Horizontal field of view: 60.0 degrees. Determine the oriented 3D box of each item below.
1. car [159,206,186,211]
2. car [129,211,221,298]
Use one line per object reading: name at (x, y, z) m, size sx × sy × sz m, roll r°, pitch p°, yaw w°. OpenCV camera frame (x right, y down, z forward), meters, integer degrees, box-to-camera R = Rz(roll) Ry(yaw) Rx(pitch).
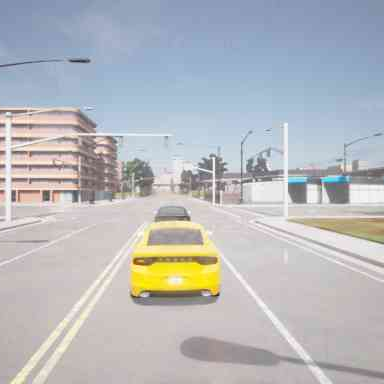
car at (-1.068, 1.478, 18.154) m, size 1.882 × 1.535 × 5.008 m, roll 0°, pitch 0°, yaw -4°
car at (-0.437, 1.478, 8.594) m, size 1.882 × 1.535 × 5.008 m, roll 0°, pitch 0°, yaw -3°
